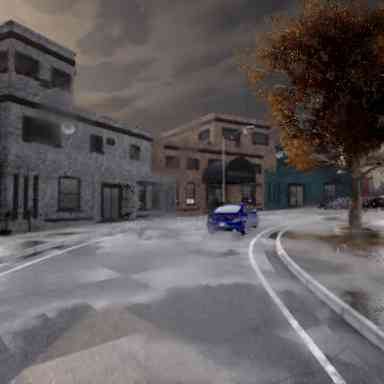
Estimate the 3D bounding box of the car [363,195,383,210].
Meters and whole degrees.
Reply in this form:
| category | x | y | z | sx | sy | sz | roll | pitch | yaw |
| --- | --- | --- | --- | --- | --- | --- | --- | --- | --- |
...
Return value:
| category | x | y | z | sx | sy | sz | roll | pitch | yaw |
| --- | --- | --- | --- | --- | --- | --- | --- | --- | --- |
| car | 18.773 | 0.805 | 30.305 | 5.008 | 1.535 | 1.882 | -3 | -3 | -9 |

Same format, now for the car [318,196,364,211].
| category | x | y | z | sx | sy | sz | roll | pitch | yaw |
| --- | --- | --- | --- | --- | --- | --- | --- | --- | --- |
| car | 15.455 | 1.131 | 33.430 | 5.357 | 1.411 | 2.033 | -2 | -2 | -12 |

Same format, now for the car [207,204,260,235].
| category | x | y | z | sx | sy | sz | roll | pitch | yaw |
| --- | --- | --- | --- | --- | --- | --- | --- | --- | --- |
| car | 2.378 | 1.373 | 18.297 | 1.882 | 1.535 | 5.008 | -2 | 0 | 22 |
